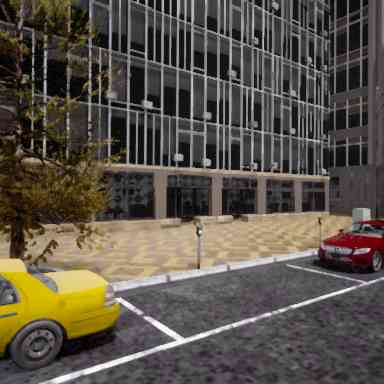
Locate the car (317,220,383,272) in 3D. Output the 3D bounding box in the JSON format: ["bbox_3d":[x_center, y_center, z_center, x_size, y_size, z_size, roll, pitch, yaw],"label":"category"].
[{"bbox_3d":[5.819,1.582,10.702,4.206,1.307,1.802,0,1,-35],"label":"car"}]

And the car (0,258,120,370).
[{"bbox_3d":[-3.372,1.523,4.145,4.829,1.417,1.752,0,1,-35],"label":"car"}]
